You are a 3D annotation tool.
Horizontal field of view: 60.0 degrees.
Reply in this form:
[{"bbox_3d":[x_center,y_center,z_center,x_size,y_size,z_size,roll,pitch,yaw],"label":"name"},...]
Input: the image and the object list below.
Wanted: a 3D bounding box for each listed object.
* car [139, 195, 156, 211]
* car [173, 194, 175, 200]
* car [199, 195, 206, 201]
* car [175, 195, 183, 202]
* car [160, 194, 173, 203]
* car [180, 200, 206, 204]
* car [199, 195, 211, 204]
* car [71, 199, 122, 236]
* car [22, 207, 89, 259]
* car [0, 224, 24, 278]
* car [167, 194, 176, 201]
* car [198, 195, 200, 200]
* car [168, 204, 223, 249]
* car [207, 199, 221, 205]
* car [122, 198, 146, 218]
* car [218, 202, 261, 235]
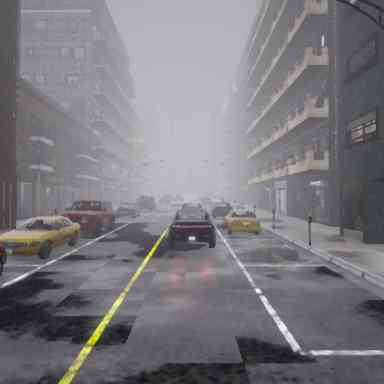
[{"bbox_3d":[-5.671,1.332,41.267,2.192,1.841,5.009,1,0,0],"label":"car"},{"bbox_3d":[-5.671,1.356,75.375,2.192,1.841,5.009,1,0,0],"label":"car"},{"bbox_3d":[2.704,1.577,86.974,1.752,1.417,4.829,1,0,0],"label":"car"},{"bbox_3d":[-3.000,1.464,76.824,1.882,1.535,5.008,0,0,0],"label":"car"},{"bbox_3d":[-5.677,1.602,69.691,1.947,1.339,4.313,1,0,0],"label":"car"},{"bbox_3d":[-0.001,1.628,29.686,1.895,1.301,4.718,0,0,0],"label":"car"},{"bbox_3d":[2.704,1.554,58.551,1.752,1.417,4.829,1,0,0],"label":"car"},{"bbox_3d":[-5.671,1.319,18.529,2.192,1.841,5.009,1,0,0],"label":"car"},{"bbox_3d":[-5.675,1.527,12.674,1.752,1.417,4.829,1,0,0],"label":"car"},{"bbox_3d":[-5.676,1.581,7.159,1.802,1.307,4.206,1,0,0],"label":"car"},{"bbox_3d":[-5.672,1.371,92.428,2.192,1.841,5.009,1,0,0],"label":"car"},{"bbox_3d":[2.703,1.612,81.119,1.947,1.339,4.313,1,0,0],"label":"car"},{"bbox_3d":[-0.001,1.499,14.653,2.128,1.511,4.902,0,0,0],"label":"car"},{"bbox_3d":[2.704,1.577,29.958,1.947,1.339,4.313,1,0,0],"label":"car"},{"bbox_3d":[-5.676,1.561,29.898,2.008,1.369,4.403,1,0,0],"label":"car"},{"bbox_3d":[2.705,1.530,18.759,1.752,1.417,4.829,1,0,0],"label":"car"}]
